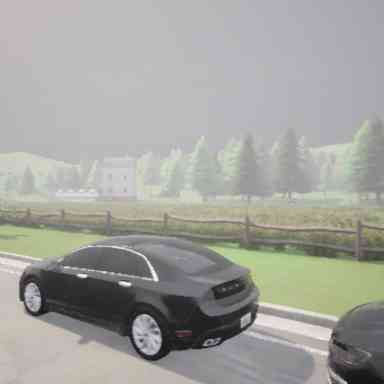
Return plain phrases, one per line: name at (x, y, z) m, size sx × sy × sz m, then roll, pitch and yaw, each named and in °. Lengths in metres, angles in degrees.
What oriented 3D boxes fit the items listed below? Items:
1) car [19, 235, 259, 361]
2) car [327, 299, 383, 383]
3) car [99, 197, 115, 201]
car at (-1.233, 1.556, 6.039) m, size 4.892 × 1.490 × 1.837 m, roll -1°, pitch -1°, yaw 36°
car at (3.649, 1.501, 2.551) m, size 4.892 × 1.490 × 1.837 m, roll -1°, pitch -1°, yaw 36°
car at (-22.009, 1.960, 86.122) m, size 4.605 × 1.855 × 1.932 m, roll -1°, pitch -1°, yaw 36°
